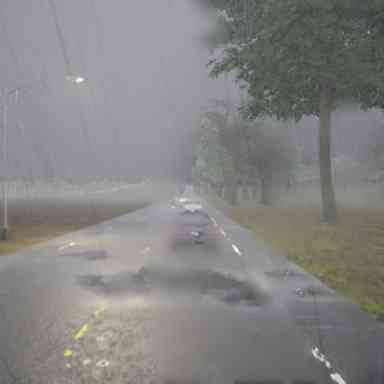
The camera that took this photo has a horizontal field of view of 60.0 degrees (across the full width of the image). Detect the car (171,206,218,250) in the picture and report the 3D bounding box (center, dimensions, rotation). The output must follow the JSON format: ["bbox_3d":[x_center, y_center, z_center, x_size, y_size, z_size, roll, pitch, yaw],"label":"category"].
[{"bbox_3d":[0.088,1.579,14.499,2.033,1.411,5.357,0,0,0],"label":"car"}]

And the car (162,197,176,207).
[{"bbox_3d":[-3.521,1.502,51.417,1.837,1.490,4.892,0,0,0],"label":"car"}]

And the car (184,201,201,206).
[{"bbox_3d":[0.083,1.634,37.137,1.895,1.301,4.718,0,0,0],"label":"car"}]
